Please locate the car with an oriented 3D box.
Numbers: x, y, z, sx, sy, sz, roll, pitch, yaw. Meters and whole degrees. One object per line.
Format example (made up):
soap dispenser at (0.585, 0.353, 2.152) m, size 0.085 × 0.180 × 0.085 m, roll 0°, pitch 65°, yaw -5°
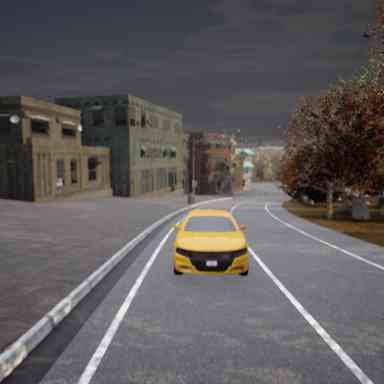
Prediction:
car at (0.522, 1.307, 10.046) m, size 1.882 × 1.535 × 5.008 m, roll 0°, pitch 1°, yaw 2°
